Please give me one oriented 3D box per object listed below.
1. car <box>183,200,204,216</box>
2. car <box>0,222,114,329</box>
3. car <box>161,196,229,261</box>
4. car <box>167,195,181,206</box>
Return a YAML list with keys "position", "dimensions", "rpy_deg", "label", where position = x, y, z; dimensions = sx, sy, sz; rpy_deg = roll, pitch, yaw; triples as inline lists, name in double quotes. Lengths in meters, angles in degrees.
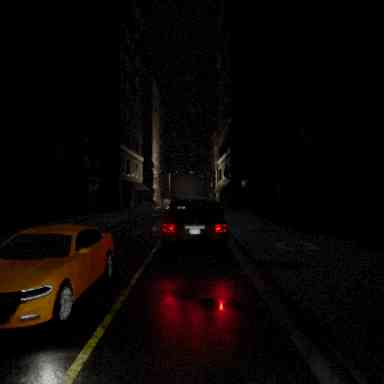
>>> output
- position: [0.123, 1.627, 35.486]
  dimensions: [2.033, 1.411, 5.357]
  rpy_deg: [0, 0, 0]
  label: "car"
- position: [-3.095, 1.498, 7.353]
  dimensions: [1.882, 1.535, 5.008]
  rpy_deg: [0, 0, 0]
  label: "car"
- position: [0.098, 1.257, 12.504]
  dimensions: [2.150, 2.045, 5.566]
  rpy_deg: [0, 0, 0]
  label: "car"
- position: [-2.964, 1.461, 56.260]
  dimensions: [2.097, 1.767, 4.553]
  rpy_deg: [0, 0, 0]
  label: "car"
